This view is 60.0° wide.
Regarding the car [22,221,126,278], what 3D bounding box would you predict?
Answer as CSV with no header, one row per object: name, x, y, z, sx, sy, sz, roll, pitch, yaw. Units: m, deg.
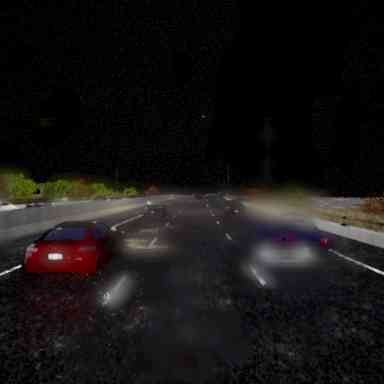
car,-3.358,1.568,10.215,1.994,1.385,4.181,0,0,0

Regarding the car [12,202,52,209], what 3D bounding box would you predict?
car,-13.801,1.580,29.803,1.994,1.385,4.181,0,0,1

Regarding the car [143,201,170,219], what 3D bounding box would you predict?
car,-3.110,1.511,29.572,2.128,1.511,4.902,0,0,1

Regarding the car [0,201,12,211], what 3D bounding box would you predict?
car,-17.315,1.540,29.372,1.812,1.442,4.674,0,0,1

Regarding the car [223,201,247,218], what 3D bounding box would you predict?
car,3.909,1.550,30.548,1.812,1.442,4.674,0,0,1

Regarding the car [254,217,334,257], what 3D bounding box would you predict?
car,3.667,1.608,12.971,1.895,1.301,4.718,0,0,1

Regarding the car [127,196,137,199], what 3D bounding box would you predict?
car,-12.514,1.605,70.070,1.837,1.490,4.892,0,0,2

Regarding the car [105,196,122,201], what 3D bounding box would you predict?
car,-16.011,1.643,70.225,2.033,1.411,5.357,0,0,2

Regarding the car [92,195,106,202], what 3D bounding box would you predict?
car,-19.506,1.456,70.412,2.097,1.767,4.553,0,0,2
